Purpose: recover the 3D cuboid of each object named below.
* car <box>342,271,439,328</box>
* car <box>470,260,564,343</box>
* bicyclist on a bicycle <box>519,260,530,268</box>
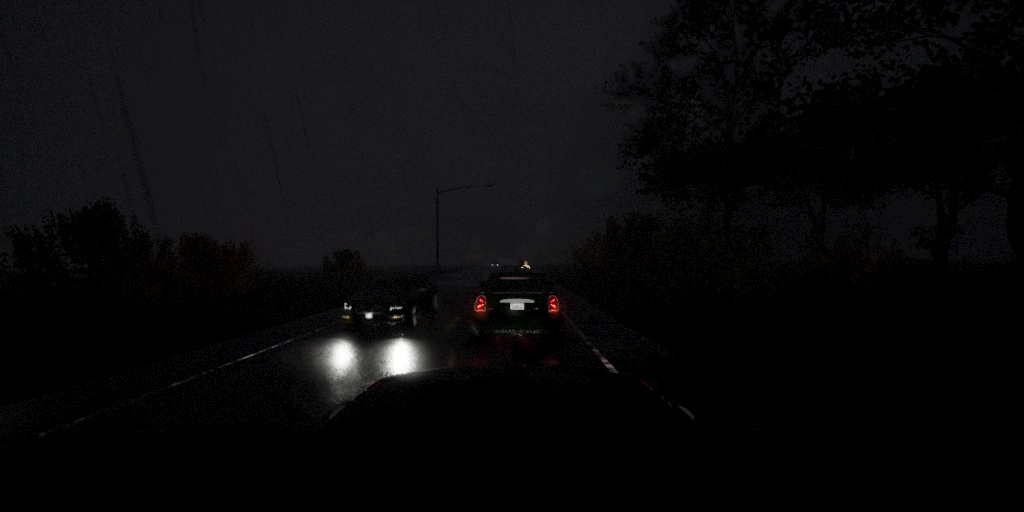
[{"bbox_3d":[-3.584,1.251,11.412,1.837,1.490,4.892,0,0,0],"label":"car"},{"bbox_3d":[0.114,1.099,9.787,2.097,1.767,4.553,0,0,0],"label":"car"},{"bbox_3d":[0.977,1.177,25.610,0.866,1.612,1.509,0,0,1],"label":"bicyclist on a bicycle"}]
